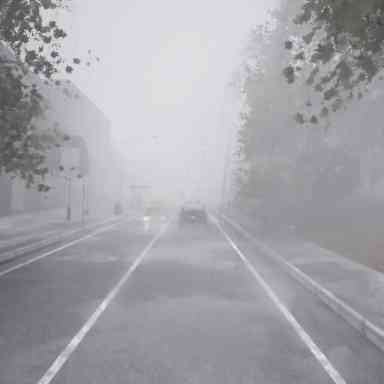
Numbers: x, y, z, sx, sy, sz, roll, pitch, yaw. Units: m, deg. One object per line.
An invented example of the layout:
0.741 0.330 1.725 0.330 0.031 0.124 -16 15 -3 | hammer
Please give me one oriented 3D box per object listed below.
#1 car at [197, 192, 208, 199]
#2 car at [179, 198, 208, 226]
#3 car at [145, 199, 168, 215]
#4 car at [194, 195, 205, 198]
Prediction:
2.145 1.130 74.264 2.150 2.045 5.566 -2 0 16 | car
0.100 1.472 23.670 1.882 1.535 5.008 0 0 0 | car
-3.520 1.471 33.455 1.882 1.535 5.008 0 0 1 | car
0.408 1.505 41.541 1.812 1.442 4.674 0 0 3 | car
